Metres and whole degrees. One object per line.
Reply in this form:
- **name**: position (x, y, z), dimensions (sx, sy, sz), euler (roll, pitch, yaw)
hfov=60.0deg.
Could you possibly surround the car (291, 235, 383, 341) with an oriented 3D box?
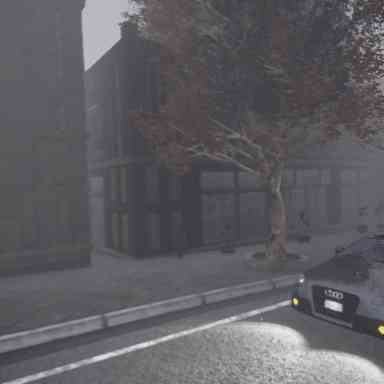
- **car**: position (3.793, 1.546, 6.234), dimensions (4.181, 1.385, 1.994), euler (0, 0, -35)
